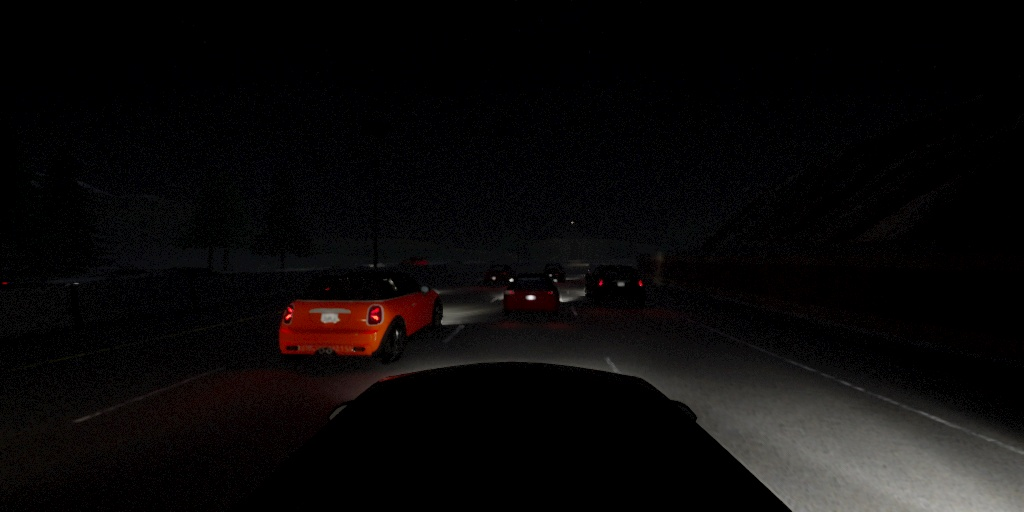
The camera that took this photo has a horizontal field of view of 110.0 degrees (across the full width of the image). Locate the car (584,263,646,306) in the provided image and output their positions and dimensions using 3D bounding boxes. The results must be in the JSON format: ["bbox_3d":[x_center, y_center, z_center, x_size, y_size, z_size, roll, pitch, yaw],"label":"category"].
[{"bbox_3d":[4.614,1.166,16.528,2.097,1.767,4.553,0,0,6],"label":"car"}]

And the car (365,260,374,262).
[{"bbox_3d":[-20.114,1.363,50.932,1.812,1.442,4.674,0,0,18],"label":"car"}]

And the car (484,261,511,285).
[{"bbox_3d":[-0.831,1.354,27.002,1.812,1.442,4.674,0,0,10],"label":"car"}]

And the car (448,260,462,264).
[{"bbox_3d":[-9.753,1.426,58.952,1.812,1.442,4.674,0,0,22],"label":"car"}]

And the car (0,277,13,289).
[{"bbox_3d":[-23.996,1.252,13.967,2.033,1.411,5.357,0,0,5],"label":"car"}]

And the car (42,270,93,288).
[{"bbox_3d":[-20.053,1.257,18.020,1.812,1.442,4.674,0,0,7],"label":"car"}]

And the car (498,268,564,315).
[{"bbox_3d":[0.813,1.356,13.860,1.994,1.385,4.181,0,0,5],"label":"car"}]

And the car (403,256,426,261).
[{"bbox_3d":[-15.139,1.086,54.738,2.150,2.045,5.566,0,0,20],"label":"car"}]

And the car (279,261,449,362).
[{"bbox_3d":[-3.109,1.113,8.421,2.097,1.767,4.553,0,0,3],"label":"car"}]

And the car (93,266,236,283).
[{"bbox_3d":[-16.581,1.292,17.952,2.033,1.411,5.357,0,0,7],"label":"car"}]

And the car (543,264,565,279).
[{"bbox_3d":[3.596,1.383,31.062,1.812,1.442,4.674,0,0,12],"label":"car"}]

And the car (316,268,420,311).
[{"bbox_3d":[-6.052,1.322,15.986,2.033,1.411,5.357,0,0,6],"label":"car"}]
